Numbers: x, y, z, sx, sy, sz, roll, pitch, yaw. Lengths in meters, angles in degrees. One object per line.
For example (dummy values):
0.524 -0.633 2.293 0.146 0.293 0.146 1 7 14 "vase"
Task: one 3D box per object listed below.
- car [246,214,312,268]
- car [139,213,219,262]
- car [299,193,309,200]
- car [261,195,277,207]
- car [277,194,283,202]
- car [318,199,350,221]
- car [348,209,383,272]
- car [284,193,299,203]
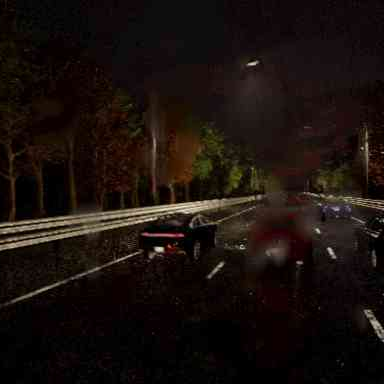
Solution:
3.052 1.488 11.478 1.882 1.535 5.008 -1 0 17 "car"
-0.300 1.540 12.486 2.128 1.511 4.902 -1 0 17 "car"
30.698 1.400 90.198 1.882 1.535 5.008 -1 0 17 "car"
12.255 1.520 53.685 1.882 1.535 5.008 -1 0 17 "car"
19.260 1.559 76.672 2.033 1.411 5.357 -1 0 17 "car"
11.342 1.324 26.679 2.097 1.767 4.553 -1 0 17 "car"
6.395 1.479 10.437 1.837 1.490 4.892 -1 0 17 "car"
20.270 1.468 67.982 1.882 1.535 5.008 -1 0 17 "car"
